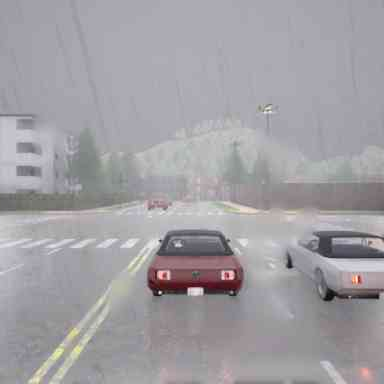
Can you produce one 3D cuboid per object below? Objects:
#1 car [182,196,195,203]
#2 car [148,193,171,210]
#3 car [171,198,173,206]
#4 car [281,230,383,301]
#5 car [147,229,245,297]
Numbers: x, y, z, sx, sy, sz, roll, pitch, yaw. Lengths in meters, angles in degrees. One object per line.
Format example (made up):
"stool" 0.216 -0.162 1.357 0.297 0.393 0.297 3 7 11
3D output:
"car" -0.759 1.463 68.680 1.882 1.535 5.008 0 0 -14
"car" -4.231 1.208 42.043 2.150 2.045 5.566 0 0 0
"car" -4.220 1.339 52.502 2.097 1.767 4.553 0 0 0
"car" 3.619 1.602 8.251 1.895 1.301 4.718 0 0 2
"car" 0.064 1.602 8.534 1.895 1.301 4.718 0 0 0
